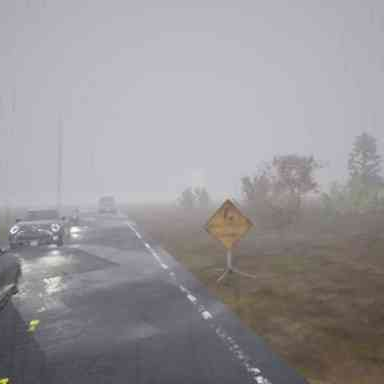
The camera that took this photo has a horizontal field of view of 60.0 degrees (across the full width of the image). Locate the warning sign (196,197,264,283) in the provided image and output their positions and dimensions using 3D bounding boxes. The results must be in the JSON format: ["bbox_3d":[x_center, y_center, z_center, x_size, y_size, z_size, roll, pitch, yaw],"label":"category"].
[{"bbox_3d":[0.883,1.089,8.092,1.300,1.860,1.060,-2,0,-15],"label":"warning sign"}]

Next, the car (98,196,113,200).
[{"bbox_3d":[-12.406,1.613,48.467,2.150,2.045,5.566,-2,0,-15],"label":"car"}]

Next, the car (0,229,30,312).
[{"bbox_3d":[-4.559,1.704,6.172,1.994,1.385,4.181,-2,0,-17],"label":"car"}]

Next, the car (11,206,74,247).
[{"bbox_3d":[-7.132,1.572,15.969,2.097,1.767,4.553,-2,0,-15],"label":"car"}]

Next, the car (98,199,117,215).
[{"bbox_3d":[-9.805,1.872,38.638,1.994,1.385,4.181,-2,0,-14],"label":"car"}]

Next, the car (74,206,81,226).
[{"bbox_3d":[-9.803,1.830,26.183,1.812,1.442,4.674,-2,0,-15],"label":"car"}]
